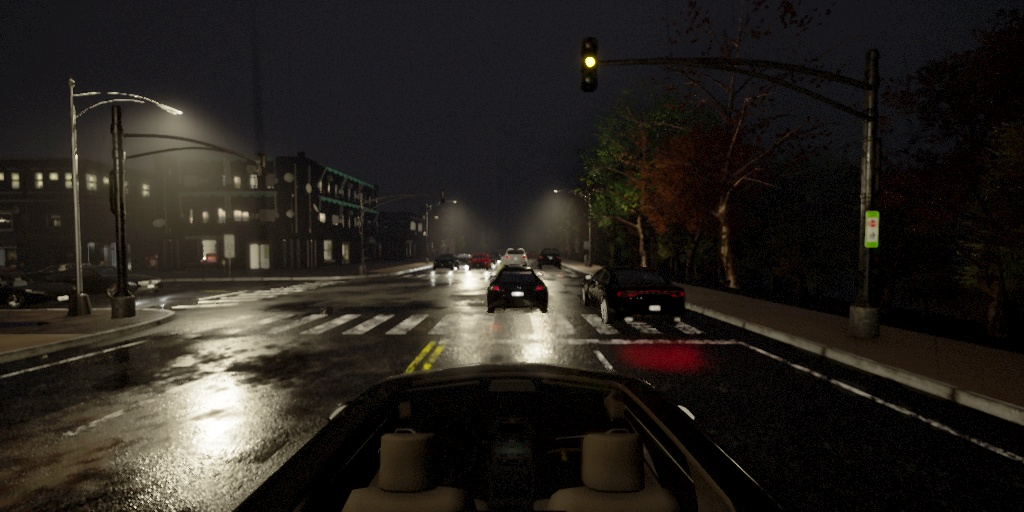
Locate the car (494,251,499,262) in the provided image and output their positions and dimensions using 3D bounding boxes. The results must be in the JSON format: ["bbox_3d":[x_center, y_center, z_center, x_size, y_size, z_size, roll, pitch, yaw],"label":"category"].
[{"bbox_3d":[-2.982,0.342,45.797,1.812,1.442,4.674,0,1,1],"label":"car"}]

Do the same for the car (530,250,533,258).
[{"bbox_3d":[3.750,-0.236,64.521,2.097,1.767,4.553,0,1,1],"label":"car"}]

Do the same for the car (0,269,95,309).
[{"bbox_3d":[-19.851,1.317,14.159,4.313,1.339,1.948,0,0,1],"label":"car"}]

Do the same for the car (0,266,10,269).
[{"bbox_3d":[-33.650,1.235,22.790,4.207,1.307,1.802,0,0,1],"label":"car"}]

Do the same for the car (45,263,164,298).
[{"bbox_3d":[-19.213,1.186,16.836,4.674,1.442,1.812,-1,2,2],"label":"car"}]

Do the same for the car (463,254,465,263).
[{"bbox_3d":[-6.225,0.406,46.415,1.895,1.301,4.718,0,1,1],"label":"car"}]

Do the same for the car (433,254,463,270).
[{"bbox_3d":[-6.327,0.525,35.048,1.882,1.535,5.008,0,1,1],"label":"car"}]

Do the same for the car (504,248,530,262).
[{"bbox_3d":[0.379,0.227,36.842,2.150,2.045,5.566,0,1,0],"label":"car"}]

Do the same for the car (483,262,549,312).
[{"bbox_3d":[0.184,1.079,12.891,1.994,1.385,4.181,0,1,0],"label":"car"}]

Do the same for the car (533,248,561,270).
[{"bbox_3d":[3.623,0.242,36.019,2.150,2.045,5.566,0,1,0],"label":"car"}]

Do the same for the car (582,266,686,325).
[{"bbox_3d":[3.419,1.030,10.996,1.882,1.535,5.008,0,1,0],"label":"car"}]

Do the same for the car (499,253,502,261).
[{"bbox_3d":[-2.834,0.007,60.446,1.837,1.490,4.892,0,2,1],"label":"car"}]

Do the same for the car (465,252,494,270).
[{"bbox_3d":[-3.071,0.527,34.891,1.882,1.535,5.008,0,1,1],"label":"car"}]
